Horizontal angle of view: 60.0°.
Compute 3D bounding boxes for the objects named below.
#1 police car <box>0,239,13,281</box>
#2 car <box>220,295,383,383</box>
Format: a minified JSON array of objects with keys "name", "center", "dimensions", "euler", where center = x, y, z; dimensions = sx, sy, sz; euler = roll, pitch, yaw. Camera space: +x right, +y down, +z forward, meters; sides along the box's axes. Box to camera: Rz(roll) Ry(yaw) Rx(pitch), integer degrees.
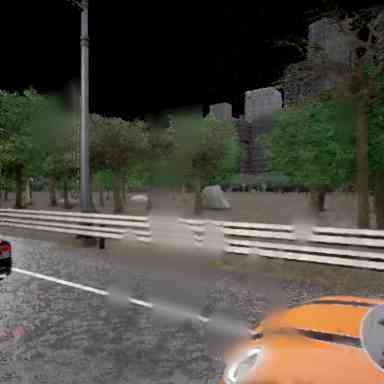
[{"name":"police car","center":[-6.671,1.431,8.622],"dimensions":[5.238,1.638,1.930],"euler":[0,0,35]},{"name":"car","center":[2.402,1.351,2.158],"dimensions":[4.553,1.767,2.097],"euler":[0,0,35]}]
